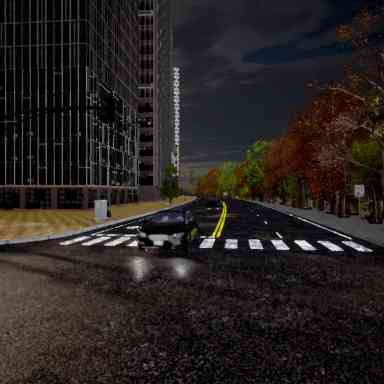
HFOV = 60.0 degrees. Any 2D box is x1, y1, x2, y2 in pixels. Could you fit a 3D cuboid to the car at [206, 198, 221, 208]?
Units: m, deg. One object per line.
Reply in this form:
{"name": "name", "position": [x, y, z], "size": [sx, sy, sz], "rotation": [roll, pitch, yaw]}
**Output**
{"name": "car", "position": [3.133, 1.571, 48.233], "size": [1.994, 1.385, 4.181], "rotation": [0, 0, 6]}

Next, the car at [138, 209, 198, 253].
{"name": "car", "position": [-0.844, 1.500, 13.961], "size": [2.128, 1.511, 4.902], "rotation": [0, 0, 8]}
